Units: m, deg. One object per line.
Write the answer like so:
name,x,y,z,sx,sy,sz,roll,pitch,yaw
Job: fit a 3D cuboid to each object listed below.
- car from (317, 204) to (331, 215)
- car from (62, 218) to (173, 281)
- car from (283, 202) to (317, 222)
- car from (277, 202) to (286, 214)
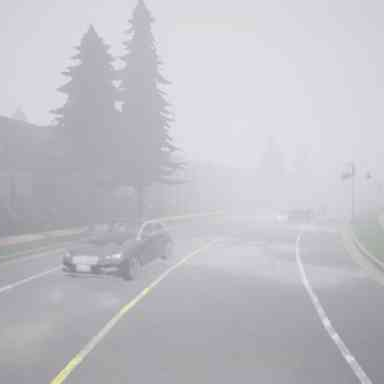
car,15.360,2.074,40.062,1.895,1.301,4.718,0,-1,32
car,-2.009,1.597,10.376,2.128,1.511,4.902,0,-1,14
car,10.026,1.882,30.585,1.812,1.442,4.674,0,-1,27
car,12.214,1.973,41.864,2.128,1.511,4.902,0,-1,32
